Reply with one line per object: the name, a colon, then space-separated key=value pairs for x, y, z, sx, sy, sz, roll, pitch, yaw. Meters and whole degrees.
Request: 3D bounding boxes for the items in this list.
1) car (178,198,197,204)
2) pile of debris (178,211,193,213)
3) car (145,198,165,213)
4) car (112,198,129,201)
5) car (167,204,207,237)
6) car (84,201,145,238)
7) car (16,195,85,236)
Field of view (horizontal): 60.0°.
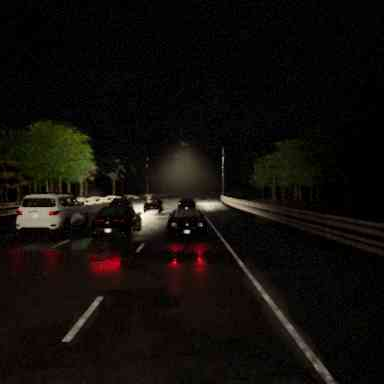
car: x=-0.505 y=1.378 z=35.474 sx=1.837 sy=1.490 sz=4.892 roll=0 pitch=0 yaw=0
pile of debris: x=-0.630 y=2.054 z=34.331 sx=1.500 sy=0.140 sz=1.860 roll=0 pitch=0 yaw=0
car: x=-3.998 y=1.360 z=35.341 sx=2.128 sy=1.511 sz=4.902 roll=0 pitch=0 yaw=0
car: x=-7.499 y=1.367 z=35.364 sx=1.837 sy=1.490 sz=4.892 roll=0 pitch=0 yaw=0
car: x=-0.275 y=1.539 z=17.638 sx=1.895 sy=1.301 sz=4.718 roll=0 pitch=0 yaw=-1
car: x=-3.758 y=1.438 z=17.105 sx=1.837 sy=1.490 sz=4.892 roll=0 pitch=0 yaw=-1
car: x=-7.273 y=1.145 z=17.989 sx=2.150 sy=2.045 sz=5.566 roll=0 pitch=0 yaw=-1
